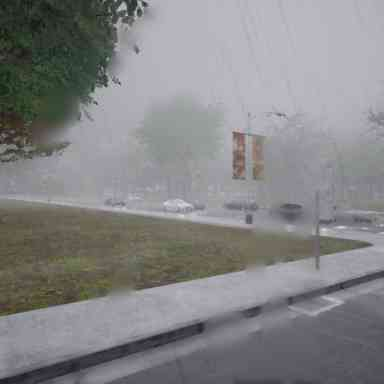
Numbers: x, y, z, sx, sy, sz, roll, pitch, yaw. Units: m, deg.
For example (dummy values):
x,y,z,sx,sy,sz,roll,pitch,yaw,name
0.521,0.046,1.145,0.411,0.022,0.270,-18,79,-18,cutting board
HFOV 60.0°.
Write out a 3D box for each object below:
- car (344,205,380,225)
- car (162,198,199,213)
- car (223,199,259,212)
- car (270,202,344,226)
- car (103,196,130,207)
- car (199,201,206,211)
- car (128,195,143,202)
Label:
x,y,z,sx,sy,sz,roll,pitch,yaw,name
11.026,1.588,24.463,1.895,1.301,4.718,0,0,-35,car
-1.635,1.503,36.631,1.812,1.442,4.674,0,0,-35,car
5.572,1.496,38.075,1.812,1.442,4.674,0,0,-36,car
7.734,1.494,23.483,1.837,1.490,4.892,0,1,-35,car
-12.092,1.586,51.499,2.033,1.411,5.357,0,0,-35,car
-0.279,1.476,40.352,1.837,1.490,4.892,0,0,-35,car
-9.445,1.145,53.384,1.812,1.442,4.674,0,0,-35,car
